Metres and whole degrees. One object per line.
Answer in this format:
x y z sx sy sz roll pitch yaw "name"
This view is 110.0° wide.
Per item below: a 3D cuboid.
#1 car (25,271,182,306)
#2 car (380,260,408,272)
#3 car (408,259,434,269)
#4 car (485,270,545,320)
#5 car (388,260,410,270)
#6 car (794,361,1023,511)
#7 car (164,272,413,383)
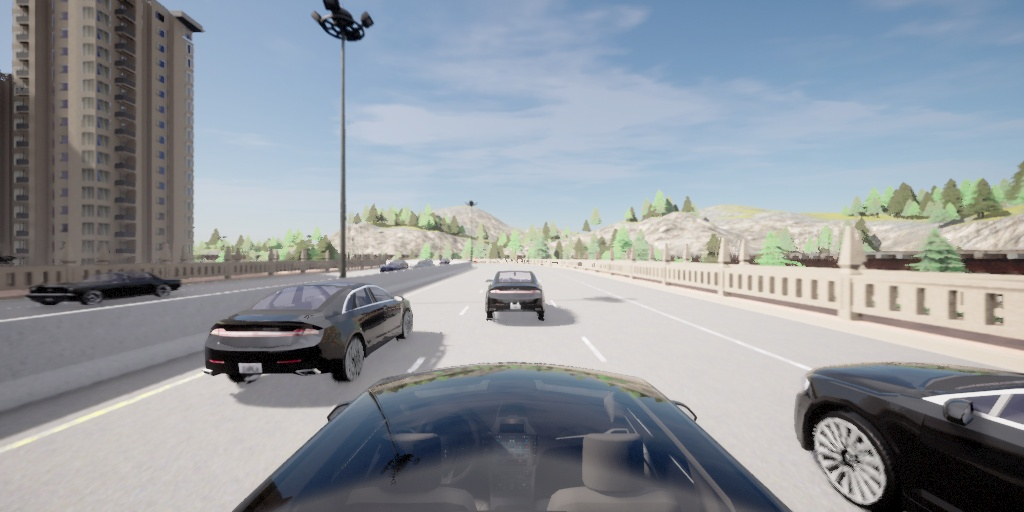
-17.598 1.360 15.850 1.895 1.301 4.718 0 0 0 "car"
-14.079 1.418 42.715 1.895 1.301 4.718 0 0 0 "car"
-10.585 1.324 43.162 1.837 1.490 4.892 0 0 0 "car"
0.101 1.248 12.691 2.128 1.511 4.902 0 0 0 "car"
-17.710 1.347 56.395 1.882 1.535 5.008 0 0 -2 "car"
3.601 1.241 1.418 2.128 1.511 4.902 0 0 0 "car"
-3.399 1.244 7.085 2.128 1.511 4.902 0 0 0 "car"
